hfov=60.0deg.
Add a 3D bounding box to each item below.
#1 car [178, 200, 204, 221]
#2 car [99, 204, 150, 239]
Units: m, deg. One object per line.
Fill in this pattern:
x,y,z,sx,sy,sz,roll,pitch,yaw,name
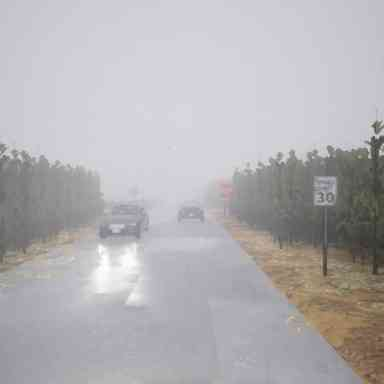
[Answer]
-0.078,1.357,24.819,1.812,1.442,4.674,0,0,0,car
-3.294,1.398,16.888,2.128,1.511,4.902,0,1,0,car
